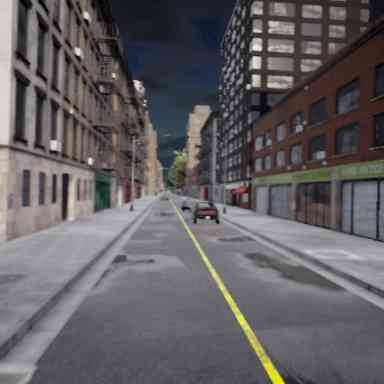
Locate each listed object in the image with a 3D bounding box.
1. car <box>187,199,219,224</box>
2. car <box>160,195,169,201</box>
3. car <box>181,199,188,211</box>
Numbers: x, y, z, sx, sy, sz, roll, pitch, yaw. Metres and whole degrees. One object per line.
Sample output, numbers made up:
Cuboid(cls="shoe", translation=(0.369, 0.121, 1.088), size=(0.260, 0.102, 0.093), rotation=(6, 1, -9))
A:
Cuboid(cls="car", translation=(0.906, 1.495, 25.071), size=(1.837, 1.490, 4.892), rotation=(1, 0, -4))
Cuboid(cls="car", translation=(-6.136, 1.338, 74.671), size=(1.994, 1.385, 4.181), rotation=(1, 0, -5))
Cuboid(cls="car", translation=(-0.290, 1.514, 39.938), size=(1.994, 1.385, 4.181), rotation=(1, 0, -4))
